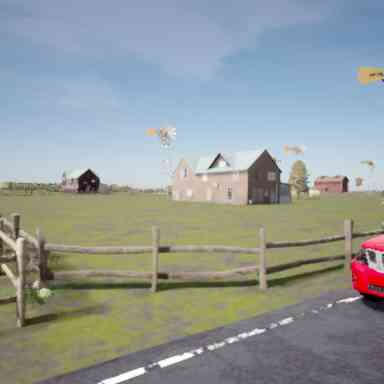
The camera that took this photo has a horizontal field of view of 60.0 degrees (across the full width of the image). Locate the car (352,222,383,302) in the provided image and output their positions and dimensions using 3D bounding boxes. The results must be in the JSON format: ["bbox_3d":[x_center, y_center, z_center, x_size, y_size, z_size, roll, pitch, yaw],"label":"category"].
[{"bbox_3d":[5.778,1.249,7.232,5.566,2.045,2.150,0,0,-36],"label":"car"}]
